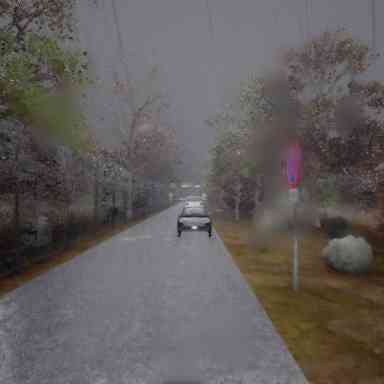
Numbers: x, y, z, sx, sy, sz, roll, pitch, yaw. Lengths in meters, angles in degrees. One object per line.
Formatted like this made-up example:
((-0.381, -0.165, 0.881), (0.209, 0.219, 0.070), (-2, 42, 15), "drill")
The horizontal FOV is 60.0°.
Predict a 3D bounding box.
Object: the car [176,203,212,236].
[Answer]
((0.135, 1.581, 19.042), (2.128, 1.511, 4.902), (0, -1, 0), "car")

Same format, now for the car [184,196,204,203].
((0.228, 1.493, 38.867), (2.150, 2.045, 5.566), (0, -1, 0), "car")
